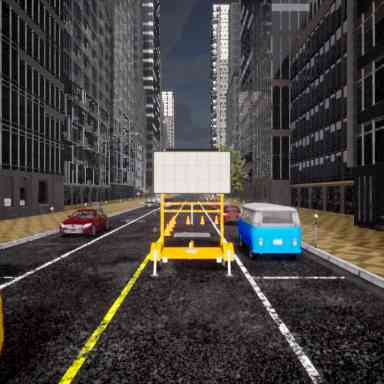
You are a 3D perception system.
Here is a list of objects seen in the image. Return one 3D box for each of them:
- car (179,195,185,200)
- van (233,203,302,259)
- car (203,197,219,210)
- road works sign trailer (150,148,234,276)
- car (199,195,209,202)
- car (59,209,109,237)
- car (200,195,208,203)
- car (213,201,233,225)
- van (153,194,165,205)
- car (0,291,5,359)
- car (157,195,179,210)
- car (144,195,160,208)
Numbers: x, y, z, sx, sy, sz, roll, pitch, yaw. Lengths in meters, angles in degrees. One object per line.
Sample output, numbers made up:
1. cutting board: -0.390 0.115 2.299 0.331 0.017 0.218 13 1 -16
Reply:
1. car: -2.971 1.464 90.307 2.033 1.411 5.357 0 0 0
2. van: 2.694 1.338 12.287 1.690 1.788 3.998 0 0 0
3. car: 2.704 1.572 40.749 1.802 1.307 4.206 0 0 0
4. road works sign trailer: 0.003 0.462 10.307 2.380 3.560 2.880 0 0 0
5. car: 2.716 1.384 74.904 1.967 1.590 4.097 0 0 0
6. car: -5.685 1.578 17.985 1.802 1.307 4.206 0 0 0
7. car: 2.708 1.532 52.134 2.008 1.369 4.403 0 0 0
8. car: 2.698 1.576 23.671 1.802 1.307 4.206 0 0 0
9. van: -5.670 1.316 57.833 1.690 1.788 3.998 0 0 0
10. car: -3.098 1.477 1.785 1.882 1.535 5.008 0 0 0
11. car: -3.085 1.514 43.714 1.812 1.442 4.674 0 0 0
12. car: -5.675 1.538 46.448 2.008 1.369 4.403 0 0 0
